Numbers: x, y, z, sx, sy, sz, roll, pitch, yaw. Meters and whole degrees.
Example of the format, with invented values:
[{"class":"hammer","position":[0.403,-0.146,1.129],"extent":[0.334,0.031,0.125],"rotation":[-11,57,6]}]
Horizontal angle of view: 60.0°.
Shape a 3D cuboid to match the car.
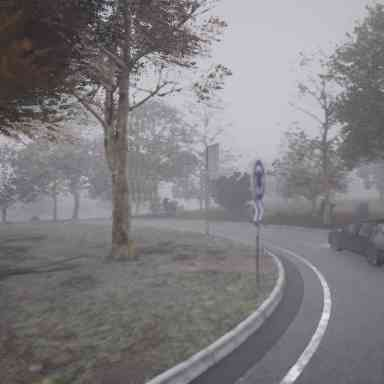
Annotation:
[{"class":"car","position":[6.632,1.680,11.856],"extent":[2.033,1.411,5.357],"rotation":[-1,-1,2]}]
